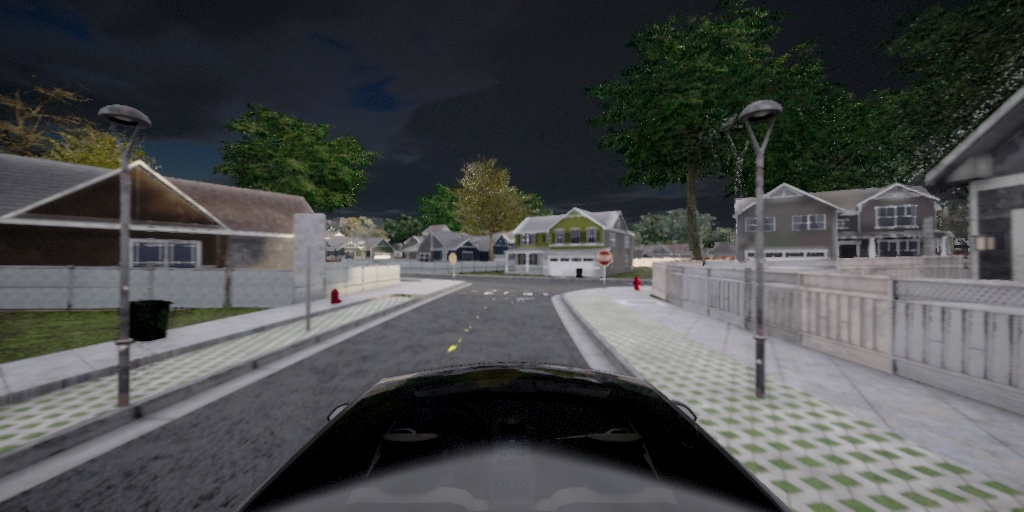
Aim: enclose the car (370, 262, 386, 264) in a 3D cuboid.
[{"bbox_3d":[-14.306,1.432,38.475,4.902,1.511,2.128,1,0,33],"label":"car"}]
